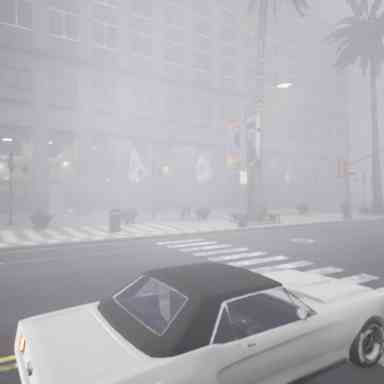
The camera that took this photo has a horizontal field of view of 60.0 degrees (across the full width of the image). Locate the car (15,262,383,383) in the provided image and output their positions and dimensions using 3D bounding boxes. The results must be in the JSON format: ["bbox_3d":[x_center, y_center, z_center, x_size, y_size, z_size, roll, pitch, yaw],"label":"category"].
[{"bbox_3d":[0.518,1.600,4.156,4.718,1.301,1.895,0,0,-32],"label":"car"}]
